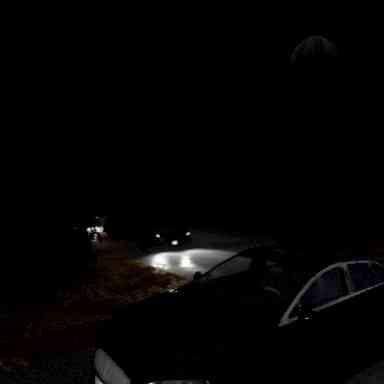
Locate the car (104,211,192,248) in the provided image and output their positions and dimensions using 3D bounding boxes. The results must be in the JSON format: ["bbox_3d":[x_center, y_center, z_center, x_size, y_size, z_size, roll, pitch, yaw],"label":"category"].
[{"bbox_3d":[-2.220,1.560,14.883,2.033,1.411,5.357,2,-1,-36],"label":"car"}]

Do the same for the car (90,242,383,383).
[{"bbox_3d":[1.212,1.528,4.357,4.902,1.511,2.128,0,0,-35],"label":"car"}]
